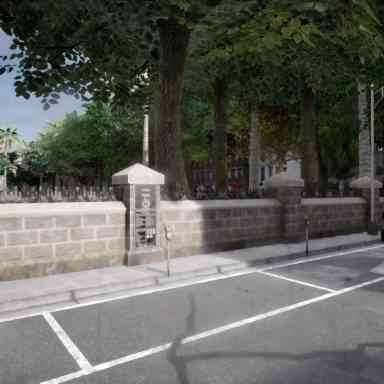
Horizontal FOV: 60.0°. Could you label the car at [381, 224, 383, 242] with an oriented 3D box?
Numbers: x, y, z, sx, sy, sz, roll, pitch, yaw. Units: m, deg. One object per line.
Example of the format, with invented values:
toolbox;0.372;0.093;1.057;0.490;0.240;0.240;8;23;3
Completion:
car;9.670;1.310;13.439;5.009;1.841;2.192;0;0;-36
